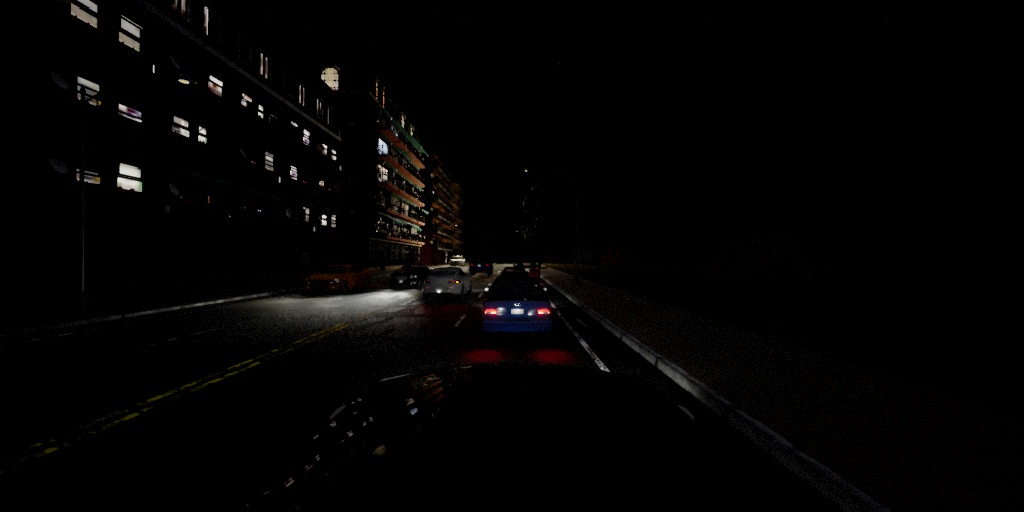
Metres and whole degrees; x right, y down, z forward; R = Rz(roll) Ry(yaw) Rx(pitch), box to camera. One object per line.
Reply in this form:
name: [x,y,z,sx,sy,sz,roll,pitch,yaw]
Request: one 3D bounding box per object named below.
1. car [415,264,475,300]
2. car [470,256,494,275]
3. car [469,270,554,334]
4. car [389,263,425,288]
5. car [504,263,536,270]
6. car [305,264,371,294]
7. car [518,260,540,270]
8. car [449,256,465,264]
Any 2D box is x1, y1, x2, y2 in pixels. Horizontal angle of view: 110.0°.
car: [-3.122,1.278,17.671,1.812,1.442,4.674,0,0,0]
car: [-3.085,0.978,36.430,2.150,2.045,5.566,0,0,0]
car: [0.118,1.299,10.589,2.033,1.411,5.357,0,0,0]
car: [-6.560,1.245,23.657,2.128,1.511,4.902,0,0,0]
car: [0.129,1.317,20.922,1.994,1.385,4.181,0,0,1]
car: [-9.816,1.230,20.648,1.882,1.535,5.008,0,0,0]
car: [1.190,1.105,29.857,2.097,1.767,4.553,0,0,0]
car: [-9.690,0.972,63.523,2.150,2.045,5.566,0,0,1]
